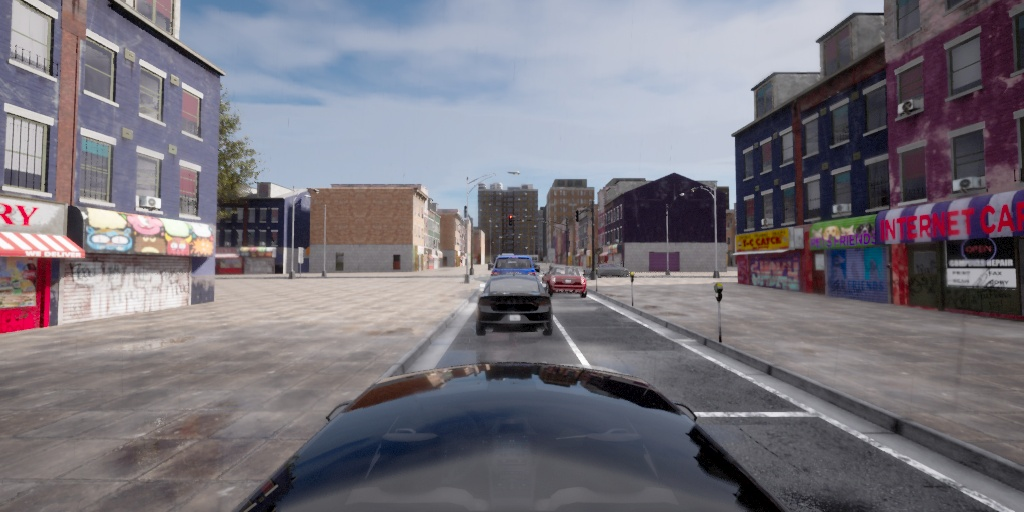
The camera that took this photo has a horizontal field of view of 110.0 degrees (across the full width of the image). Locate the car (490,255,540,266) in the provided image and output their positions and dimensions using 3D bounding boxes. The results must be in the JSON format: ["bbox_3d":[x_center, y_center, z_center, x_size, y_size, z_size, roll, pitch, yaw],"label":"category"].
[{"bbox_3d":[0.069,0.991,18.068,2.150,2.045,5.566,0,0,0],"label":"car"}]

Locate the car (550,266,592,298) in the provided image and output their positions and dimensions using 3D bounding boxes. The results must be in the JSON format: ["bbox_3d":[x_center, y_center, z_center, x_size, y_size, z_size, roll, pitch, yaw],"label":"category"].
[{"bbox_3d":[2.616,1.210,18.755,1.967,1.591,4.097,0,0,0],"label":"car"}]

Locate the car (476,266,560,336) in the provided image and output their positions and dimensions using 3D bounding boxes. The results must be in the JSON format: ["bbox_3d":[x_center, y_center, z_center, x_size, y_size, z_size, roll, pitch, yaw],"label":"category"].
[{"bbox_3d":[0.036,1.235,10.493,1.882,1.535,5.008,0,0,-1],"label":"car"}]

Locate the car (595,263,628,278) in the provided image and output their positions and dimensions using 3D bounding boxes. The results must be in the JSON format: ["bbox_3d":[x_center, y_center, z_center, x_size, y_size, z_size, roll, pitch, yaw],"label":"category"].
[{"bbox_3d":[8.683,1.390,33.629,4.181,1.385,1.994,0,-2,1],"label":"car"}]
